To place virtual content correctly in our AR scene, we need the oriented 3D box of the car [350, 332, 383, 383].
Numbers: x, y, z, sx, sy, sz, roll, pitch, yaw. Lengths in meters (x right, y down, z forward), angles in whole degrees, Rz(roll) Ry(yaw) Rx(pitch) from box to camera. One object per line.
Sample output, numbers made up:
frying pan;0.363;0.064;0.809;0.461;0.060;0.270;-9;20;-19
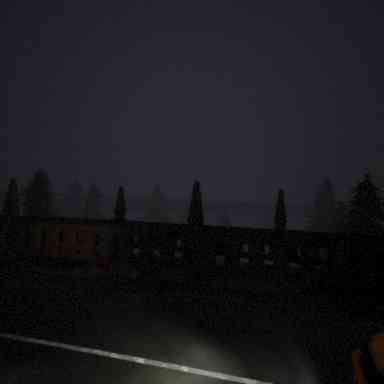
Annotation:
car;4.220;1.722;2.579;5.366;1.575;1.801;1;-2;20
